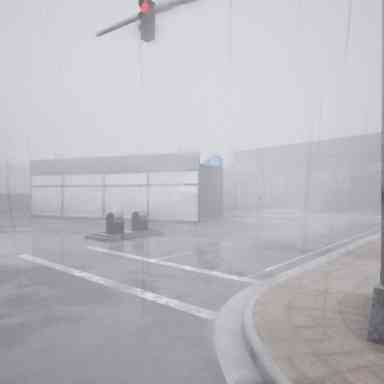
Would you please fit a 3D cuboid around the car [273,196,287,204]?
[{"bbox_3d":[15.157,1.479,59.530,2.242,1.667,4.611,0,0,40],"label":"car"}]
